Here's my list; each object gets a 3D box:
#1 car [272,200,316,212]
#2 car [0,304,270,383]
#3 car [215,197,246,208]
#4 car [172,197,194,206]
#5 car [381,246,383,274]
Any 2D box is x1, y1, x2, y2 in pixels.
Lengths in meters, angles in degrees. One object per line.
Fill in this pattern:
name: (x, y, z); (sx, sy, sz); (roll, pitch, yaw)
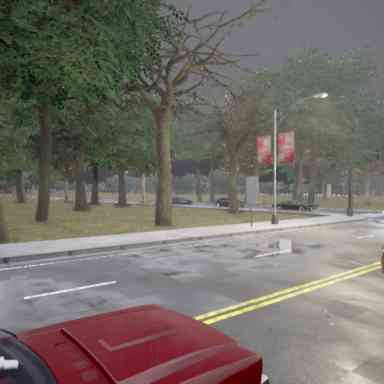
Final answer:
car: (11.468, 1.567, 37.478); (1.895, 1.301, 4.718); (0, 0, -38)
car: (-1.601, 1.601, 2.215); (4.718, 1.301, 1.895); (0, 0, -38)
car: (5.162, 1.459, 45.480); (1.837, 1.490, 4.892); (0, 0, -38)
car: (-1.968, 1.492, 54.546); (2.033, 1.411, 5.357); (0, 0, -38)
car: (6.656, 1.521, 8.739); (4.674, 1.442, 1.812); (0, 0, -38)
